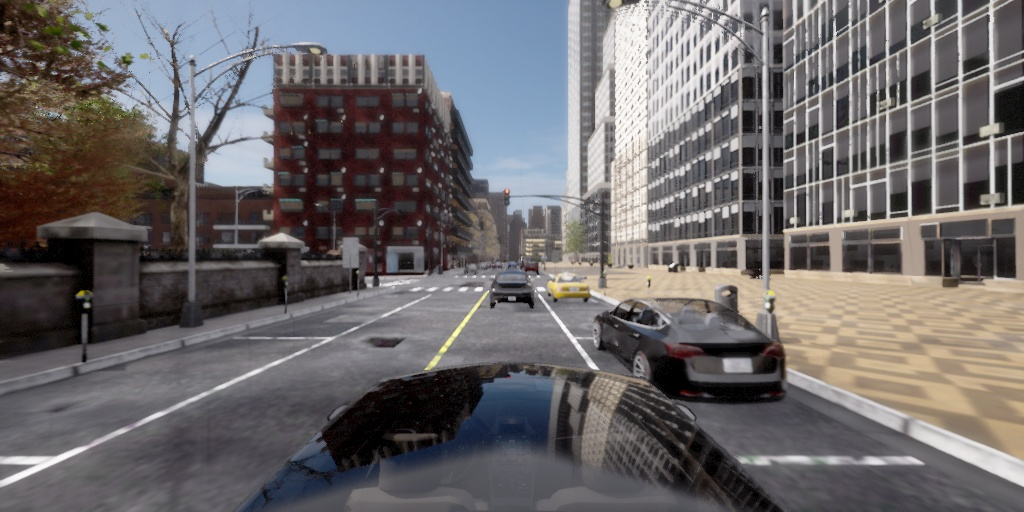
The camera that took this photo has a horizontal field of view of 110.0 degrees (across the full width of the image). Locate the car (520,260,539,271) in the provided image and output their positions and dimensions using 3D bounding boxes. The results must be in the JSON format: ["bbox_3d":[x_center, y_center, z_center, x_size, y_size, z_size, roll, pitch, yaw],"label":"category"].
[{"bbox_3d":[2.699,1.536,50.012,2.192,1.841,5.009,0,0,0],"label":"car"}]

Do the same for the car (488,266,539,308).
[{"bbox_3d":[0.008,1.393,16.137,1.837,1.490,4.892,0,0,0],"label":"car"}]

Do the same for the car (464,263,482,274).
[{"bbox_3d":[-5.681,1.772,50.014,2.007,1.370,4.403,0,0,0],"label":"car"}]

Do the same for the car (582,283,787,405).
[{"bbox_3d":[2.689,1.358,6.337,1.948,1.339,4.313,0,0,0],"label":"car"}]

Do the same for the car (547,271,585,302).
[{"bbox_3d":[2.692,1.424,17.771,1.751,1.417,4.829,0,0,0],"label":"car"}]
